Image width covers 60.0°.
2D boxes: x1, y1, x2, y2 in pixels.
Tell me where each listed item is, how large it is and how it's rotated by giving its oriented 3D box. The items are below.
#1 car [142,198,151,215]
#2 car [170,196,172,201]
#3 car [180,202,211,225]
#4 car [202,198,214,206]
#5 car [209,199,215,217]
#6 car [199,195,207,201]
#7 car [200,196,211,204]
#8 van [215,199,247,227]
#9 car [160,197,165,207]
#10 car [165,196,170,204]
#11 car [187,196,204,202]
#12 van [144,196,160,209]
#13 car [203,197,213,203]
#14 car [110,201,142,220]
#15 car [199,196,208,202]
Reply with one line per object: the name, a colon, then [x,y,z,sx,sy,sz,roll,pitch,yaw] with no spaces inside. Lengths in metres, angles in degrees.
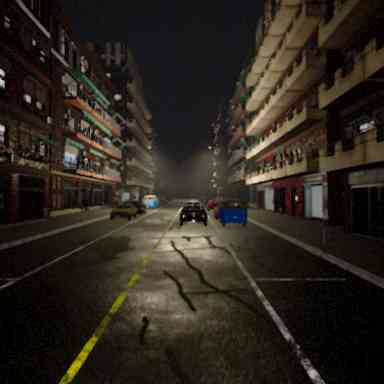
car: [-5.673,1.601,33.825,1.947,1.339,4.313,1,0,0]
car: [-5.667,1.653,67.251,1.802,1.307,4.206,1,0,0]
car: [0.104,1.626,24.067,1.895,1.301,4.718,0,0,0]
car: [2.679,1.641,56.068,1.802,1.307,4.206,1,0,0]
car: [2.714,1.555,28.383,1.752,1.417,4.829,1,0,0]
car: [2.855,1.646,89.494,2.008,1.369,4.403,1,0,0]
car: [2.681,1.622,67.210,2.008,1.369,4.403,1,0,0]
van: [2.711,1.365,22.642,1.690,1.788,3.998,1,0,0]
car: [-5.669,1.604,50.537,2.008,1.369,4.403,1,0,0]
car: [-5.667,1.616,61.681,2.008,1.369,4.403,1,0,0]
car: [0.109,1.592,42.302,2.033,1.411,5.357,0,0,0]
van: [-5.668,1.389,44.967,1.690,1.788,3.998,1,0,0]
car: [2.688,1.586,39.355,1.887,1.381,4.507,1,0,0]
car: [-5.673,1.555,28.084,1.752,1.417,4.829,1,0,0]
car: [2.854,1.640,83.924,2.008,1.369,4.403,1,0,0]
